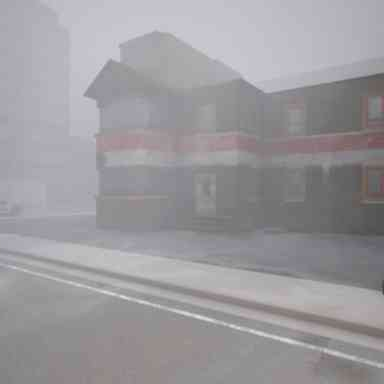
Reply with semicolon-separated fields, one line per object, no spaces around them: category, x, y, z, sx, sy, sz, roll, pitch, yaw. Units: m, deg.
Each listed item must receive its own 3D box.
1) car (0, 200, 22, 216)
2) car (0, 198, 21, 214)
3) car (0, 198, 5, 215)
car;-16.791;1.335;27.726;2.038;1.542;4.974;0;0;15
car;-16.777;1.178;27.776;1.853;1.218;4.536;0;0;15
car;-19.995;1.318;30.397;4.974;1.542;2.038;0;0;-30
